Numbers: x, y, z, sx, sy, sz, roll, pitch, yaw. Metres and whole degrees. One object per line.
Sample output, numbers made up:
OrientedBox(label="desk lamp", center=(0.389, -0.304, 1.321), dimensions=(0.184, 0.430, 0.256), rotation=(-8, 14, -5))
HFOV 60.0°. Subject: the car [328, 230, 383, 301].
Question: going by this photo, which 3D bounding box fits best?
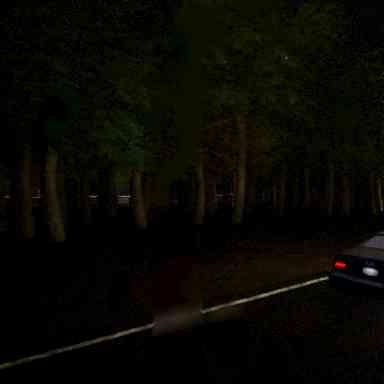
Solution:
OrientedBox(label="car", center=(5.294, 1.484, 7.526), dimensions=(5.357, 1.411, 2.033), rotation=(-1, 0, -36))
